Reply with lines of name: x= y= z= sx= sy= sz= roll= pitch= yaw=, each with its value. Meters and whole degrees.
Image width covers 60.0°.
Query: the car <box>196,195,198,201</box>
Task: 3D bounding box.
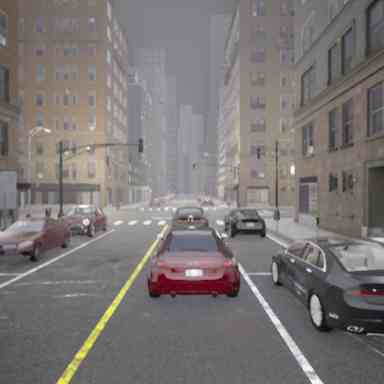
car: x=2.417 y=1.626 z=65.559 sx=2.008 sy=1.369 sz=4.403 roll=0 pitch=0 yaw=0

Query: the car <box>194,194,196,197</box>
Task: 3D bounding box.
car: x=2.292 y=1.587 z=87.195 sx=1.967 sy=1.590 sz=4.097 roll=0 pitch=0 yaw=0

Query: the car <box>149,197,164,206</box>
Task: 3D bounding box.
car: x=-6.046 y=1.634 z=54.690 sx=1.802 sy=1.307 sz=4.206 roll=0 pitch=0 yaw=0

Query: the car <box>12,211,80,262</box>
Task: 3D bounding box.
car: x=-5.758 y=1.586 z=12.087 sx=1.802 sy=1.307 sz=4.206 roll=0 pitch=0 yaw=0

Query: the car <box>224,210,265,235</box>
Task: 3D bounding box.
car: x=2.726 y=1.572 z=17.652 sx=1.947 sy=1.339 sz=4.313 roll=0 pitch=0 yaw=0

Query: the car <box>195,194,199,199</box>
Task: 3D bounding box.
car: x=2.354 y=1.547 z=76.377 sx=1.967 sy=1.590 sz=4.097 roll=0 pitch=0 yaw=0

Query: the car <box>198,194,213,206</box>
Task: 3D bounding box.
car: x=2.479 y=1.492 z=54.742 sx=1.967 sy=1.590 sz=4.097 roll=0 pitch=0 yaw=0

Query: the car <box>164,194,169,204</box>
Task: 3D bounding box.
car: x=-6.107 y=1.626 z=65.507 sx=2.008 sy=1.369 sz=4.403 roll=0 pitch=0 yaw=0

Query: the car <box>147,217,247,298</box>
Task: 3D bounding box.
car: x=0.018 y=1.566 z=8.570 sx=1.994 sy=1.385 sz=4.181 roll=0 pitch=0 yaw=-1

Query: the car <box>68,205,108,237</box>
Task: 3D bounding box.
car: x=-5.800 y=1.446 z=17.588 sx=1.967 sy=1.590 sz=4.097 roll=0 pitch=0 yaw=0

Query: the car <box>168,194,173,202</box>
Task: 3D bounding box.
car: x=-6.200 y=1.650 z=81.562 sx=1.752 sy=1.417 sz=4.829 roll=0 pitch=0 yaw=0

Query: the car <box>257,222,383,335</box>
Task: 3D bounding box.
car: x=2.809 y=1.553 z=6.650 sx=2.008 sy=1.369 sz=4.403 roll=0 pitch=0 yaw=0

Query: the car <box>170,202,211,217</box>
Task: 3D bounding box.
car: x=-0.094 y=1.511 z=17.553 sx=1.837 sy=1.490 sz=4.892 roll=0 pitch=0 yaw=0

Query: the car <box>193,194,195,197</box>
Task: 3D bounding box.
car: x=2.260 y=1.485 z=92.604 sx=2.192 sy=1.841 sz=5.009 roll=0 pitch=0 yaw=0

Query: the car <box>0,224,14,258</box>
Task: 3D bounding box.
car: x=-5.716 y=1.568 z=6.585 sx=1.947 sy=1.339 sz=4.313 roll=0 pitch=0 yaw=0

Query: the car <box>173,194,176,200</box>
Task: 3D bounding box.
car: x=-6.265 y=1.485 z=92.550 sx=2.192 sy=1.841 sz=5.009 roll=0 pitch=0 yaw=0
